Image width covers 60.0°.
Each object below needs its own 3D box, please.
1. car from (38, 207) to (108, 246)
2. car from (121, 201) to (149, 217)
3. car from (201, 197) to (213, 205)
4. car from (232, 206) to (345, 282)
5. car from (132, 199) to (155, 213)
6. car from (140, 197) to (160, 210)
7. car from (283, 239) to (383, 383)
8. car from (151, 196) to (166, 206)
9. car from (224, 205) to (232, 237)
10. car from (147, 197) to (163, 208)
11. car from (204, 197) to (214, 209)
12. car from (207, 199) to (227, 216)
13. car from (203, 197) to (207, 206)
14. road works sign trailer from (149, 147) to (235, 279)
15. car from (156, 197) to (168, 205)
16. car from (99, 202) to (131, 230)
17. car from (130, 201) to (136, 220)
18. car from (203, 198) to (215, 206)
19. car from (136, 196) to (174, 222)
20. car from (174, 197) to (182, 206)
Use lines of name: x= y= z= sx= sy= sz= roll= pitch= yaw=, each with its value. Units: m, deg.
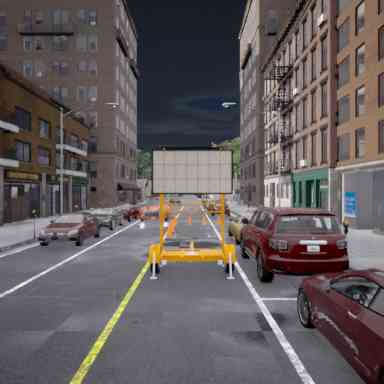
car: x=-5.375 y=1.581 z=15.144 sx=1.802 sy=1.307 sz=4.206 roll=0 pitch=0 yaw=0
car: x=-5.362 y=1.565 z=31.701 sx=1.947 sy=1.339 sz=4.313 roll=0 pitch=0 yaw=0
car: x=2.685 y=1.581 z=59.289 sx=1.947 sy=1.339 sz=4.313 roll=0 pitch=0 yaw=0
car: x=2.645 y=1.314 z=9.625 sx=2.192 sy=1.841 sz=5.009 roll=0 pitch=0 yaw=0
car: x=-5.358 y=1.551 z=37.219 sx=2.008 sy=1.369 sz=4.403 roll=0 pitch=0 yaw=0
car: x=-5.354 y=1.443 z=42.738 sx=1.967 sy=1.590 sz=4.097 roll=0 pitch=0 yaw=0
car: x=2.641 y=1.582 z=4.107 sx=1.802 sy=1.307 sz=4.206 roll=0 pitch=0 yaw=0
car: x=-5.345 y=1.451 z=53.775 sx=1.967 sy=1.590 sz=4.097 roll=0 pitch=0 yaw=0
car: x=2.645 y=1.524 z=15.311 sx=1.752 sy=1.417 sz=4.829 roll=0 pitch=0 yaw=0
car: x=-5.350 y=1.532 z=48.086 sx=1.752 sy=1.417 sz=4.829 roll=0 pitch=0 yaw=0
car: x=2.667 y=1.582 z=37.216 sx=1.802 sy=1.307 sz=4.206 roll=0 pitch=0 yaw=0
car: x=2.663 y=1.581 z=31.698 sx=1.802 sy=1.307 sz=4.206 roll=0 pitch=0 yaw=0
car: x=2.671 y=1.528 z=42.905 sx=1.752 sy=1.417 sz=4.829 roll=0 pitch=0 yaw=0
road works sign trailer: x=0.008 y=0.464 z=9.995 sx=2.380 sy=3.560 sz=2.880 roll=0 pitch=0 yaw=0
car: x=-5.341 y=1.597 z=59.294 sx=1.802 sy=1.307 sz=4.206 roll=0 pitch=0 yaw=0
car: x=-5.371 y=1.550 z=20.663 sx=2.008 sy=1.369 sz=4.403 roll=0 pitch=0 yaw=0
car: x=-5.367 y=1.543 z=26.182 sx=1.887 sy=1.381 sz=4.507 roll=0 pitch=0 yaw=0
car: x=2.680 y=1.593 z=53.771 sx=1.802 sy=1.307 sz=4.206 roll=0 pitch=0 yaw=0
car: x=-2.827 y=1.350 z=26.403 sx=2.097 sy=1.767 sz=4.553 roll=0 pitch=0 yaw=0
car: x=-2.706 y=1.516 z=53.427 sx=1.837 sy=1.490 sz=4.892 roll=0 pitch=0 yaw=0
